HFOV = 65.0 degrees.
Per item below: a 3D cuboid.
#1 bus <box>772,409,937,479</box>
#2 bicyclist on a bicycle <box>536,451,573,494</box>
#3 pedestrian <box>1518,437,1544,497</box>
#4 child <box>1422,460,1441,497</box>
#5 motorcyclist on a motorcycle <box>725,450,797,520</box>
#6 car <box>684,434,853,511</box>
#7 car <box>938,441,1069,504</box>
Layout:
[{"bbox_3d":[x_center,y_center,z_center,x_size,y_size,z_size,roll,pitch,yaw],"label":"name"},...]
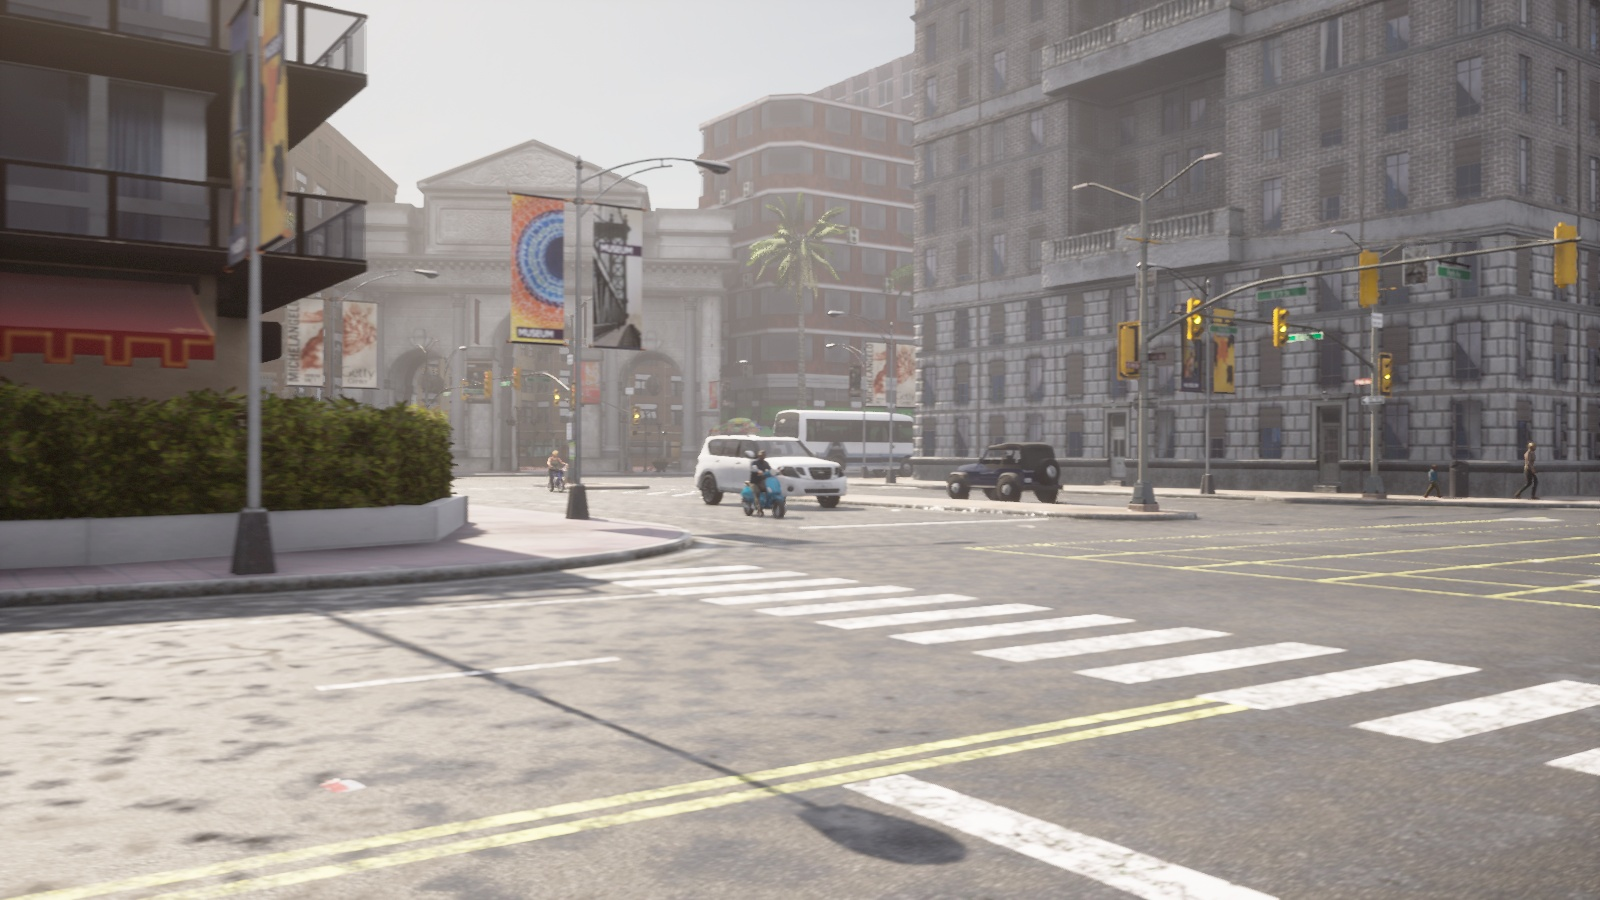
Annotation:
[{"bbox_3d":[3.581,-0.359,80.922,10.273,4.253,3.944,0,0,-34],"label":"bus"},{"bbox_3d":[-9.434,0.854,48.256,0.866,1.612,1.509,0,1,-35],"label":"bicyclist on a bicycle"},{"bbox_3d":[22.624,0.517,38.858,0.331,1.846,0.634,0,0,-43],"label":"pedestrian"},{"bbox_3d":[20.211,0.904,40.220,0.343,1.192,0.448,0,0,-43],"label":"child"},{"bbox_3d":[-0.942,0.801,29.786,0.866,1.590,1.817,0,0,-34],"label":"motorcyclist on a motorcycle"},{"bbox_3d":[-1.031,0.584,36.033,2.150,2.045,5.566,0,0,-35],"label":"car"},{"bbox_3d":[6.338,0.670,39.436,1.905,1.878,3.866,0,0,-35],"label":"car"}]
